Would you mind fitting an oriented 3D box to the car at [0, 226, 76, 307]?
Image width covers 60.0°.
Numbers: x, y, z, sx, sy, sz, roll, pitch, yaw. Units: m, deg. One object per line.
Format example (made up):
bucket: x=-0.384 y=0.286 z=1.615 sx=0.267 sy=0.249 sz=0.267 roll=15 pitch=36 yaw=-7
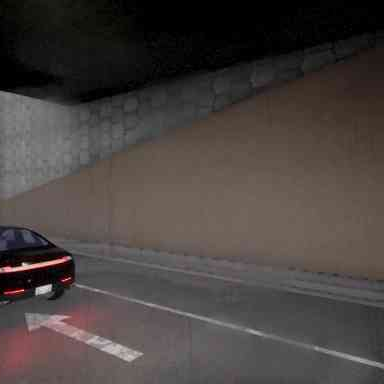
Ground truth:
car: x=-4.557 y=1.492 z=7.222 sx=4.902 sy=1.511 sz=2.128 roll=0 pitch=0 yaw=36
